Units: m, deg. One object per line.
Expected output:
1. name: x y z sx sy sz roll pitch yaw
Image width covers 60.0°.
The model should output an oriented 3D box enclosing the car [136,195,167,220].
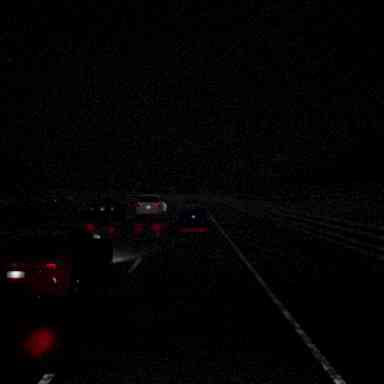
1. car: -3.414 1.235 28.669 2.150 2.045 5.566 0 0 0

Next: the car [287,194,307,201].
1. car: 19.422 1.026 61.662 1.812 1.442 4.674 0 -2 -16

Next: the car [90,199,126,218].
1. car: -6.902 1.366 27.711 2.097 1.767 4.553 0 0 0

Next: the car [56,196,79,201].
1. car: -17.583 1.535 48.405 1.812 1.442 4.674 0 0 0

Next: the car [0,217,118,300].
1. car: -3.400 1.570 8.440 1.994 1.385 4.181 0 0 0

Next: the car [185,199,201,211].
1. car: 0.097 1.576 42.674 1.994 1.385 4.181 0 0 0

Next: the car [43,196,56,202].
1. car: -21.073 1.359 51.119 2.097 1.767 4.553 0 0 0

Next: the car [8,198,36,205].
1. car: -24.573 1.556 48.393 2.033 1.411 5.357 0 0 0

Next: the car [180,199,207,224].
1. car: 0.099 1.491 24.615 1.882 1.535 5.008 0 0 0
